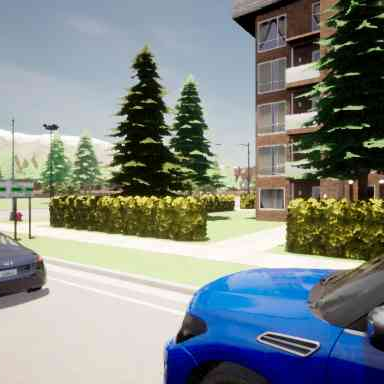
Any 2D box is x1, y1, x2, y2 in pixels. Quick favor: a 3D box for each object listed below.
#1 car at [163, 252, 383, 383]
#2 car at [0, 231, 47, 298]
[{"bbox_3d":[2.377,1.221,2.293,5.566,2.045,2.150,0,0,36],"label":"car"},{"bbox_3d":[-5.238,1.564,7.698,4.181,1.385,1.994,0,0,36],"label":"car"}]
